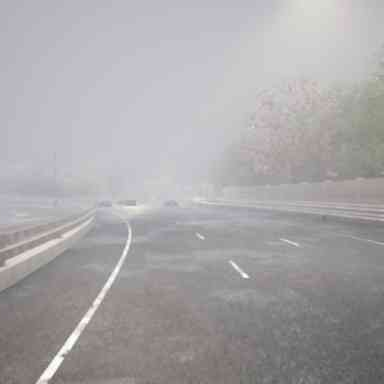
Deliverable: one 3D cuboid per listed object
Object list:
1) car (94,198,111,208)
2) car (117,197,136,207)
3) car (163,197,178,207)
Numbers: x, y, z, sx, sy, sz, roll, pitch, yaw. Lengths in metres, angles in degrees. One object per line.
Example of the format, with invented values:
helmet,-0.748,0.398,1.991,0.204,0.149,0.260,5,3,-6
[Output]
car,-14.102,1.683,52.568,1.812,1.442,4.674,0,0,-30
car,-10.553,1.592,53.432,1.882,1.535,5.008,0,0,-30
car,-3.375,1.558,52.189,1.812,1.442,4.674,-1,0,-10
